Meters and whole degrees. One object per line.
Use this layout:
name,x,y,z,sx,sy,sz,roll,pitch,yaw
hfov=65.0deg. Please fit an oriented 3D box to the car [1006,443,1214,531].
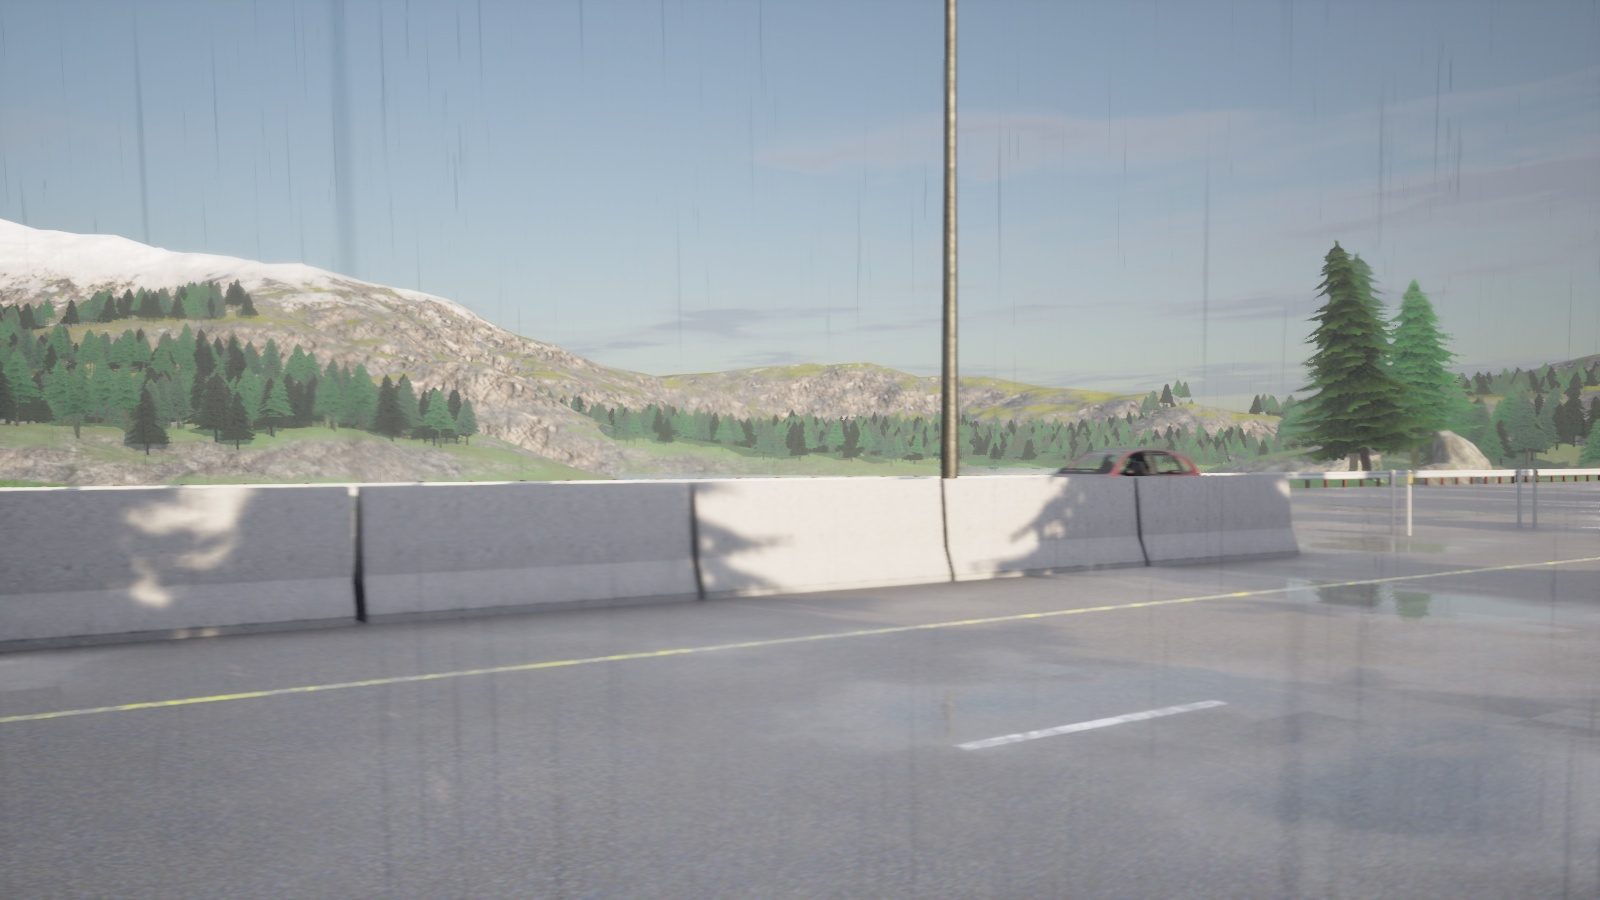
car,6.204,0.691,25.033,3.988,1.617,1.851,0,0,-35
